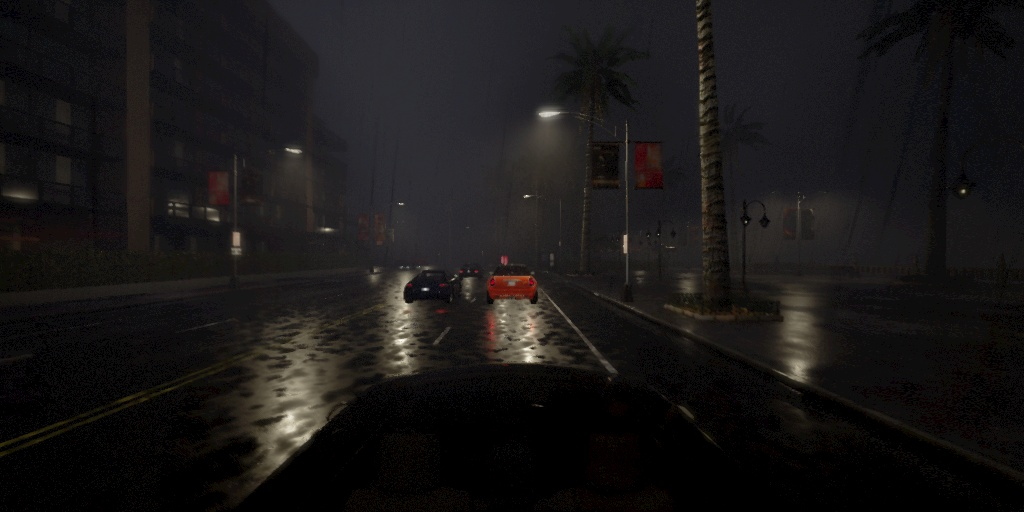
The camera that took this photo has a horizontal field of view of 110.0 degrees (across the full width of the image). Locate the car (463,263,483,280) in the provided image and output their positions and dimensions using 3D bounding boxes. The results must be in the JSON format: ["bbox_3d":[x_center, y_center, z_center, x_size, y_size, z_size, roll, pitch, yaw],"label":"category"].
[{"bbox_3d":[-3.500,1.313,31.500,2.033,1.411,5.357,0,0,0],"label":"car"}]

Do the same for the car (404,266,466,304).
[{"bbox_3d":[-3.500,1.322,16.500,1.994,1.385,4.181,0,0,0],"label":"car"}]

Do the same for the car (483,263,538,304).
[{"bbox_3d":[0.000,1.116,16.470,2.097,1.767,4.553,0,0,0],"label":"car"}]
